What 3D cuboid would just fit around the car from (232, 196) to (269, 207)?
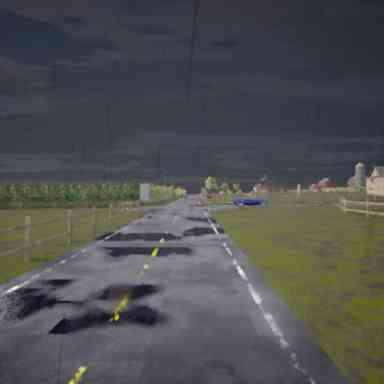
[{"bbox_3d":[8.014,1.251,45.680,5.008,1.535,1.882,-1,-1,0],"label":"car"}]
